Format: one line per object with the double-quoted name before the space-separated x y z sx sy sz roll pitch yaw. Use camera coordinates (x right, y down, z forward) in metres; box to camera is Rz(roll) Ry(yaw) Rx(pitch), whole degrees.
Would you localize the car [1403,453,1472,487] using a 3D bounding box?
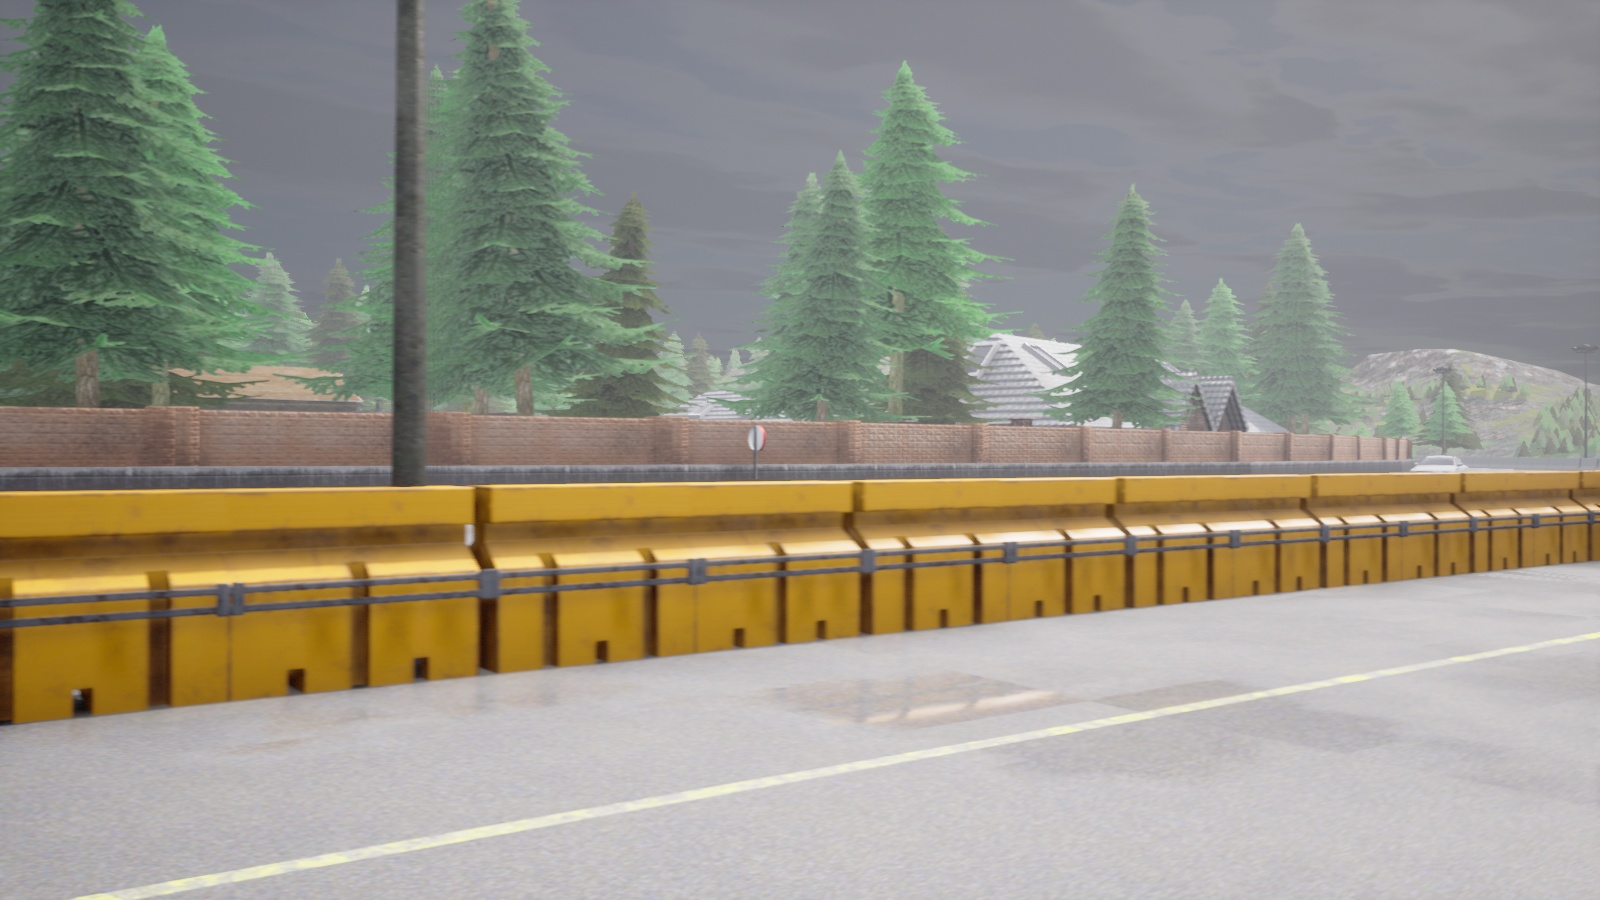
"car" 28.422 0.847 55.912 1.812 1.442 4.674 0 0 39
